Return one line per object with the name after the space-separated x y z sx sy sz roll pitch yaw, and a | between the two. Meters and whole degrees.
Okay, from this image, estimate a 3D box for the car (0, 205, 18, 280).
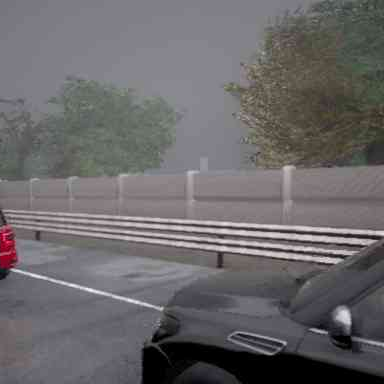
-6.797 1.255 8.709 5.566 2.045 2.150 0 0 35 | car

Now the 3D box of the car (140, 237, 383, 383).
2.164 1.220 2.326 5.566 2.045 2.150 0 0 35 | car
